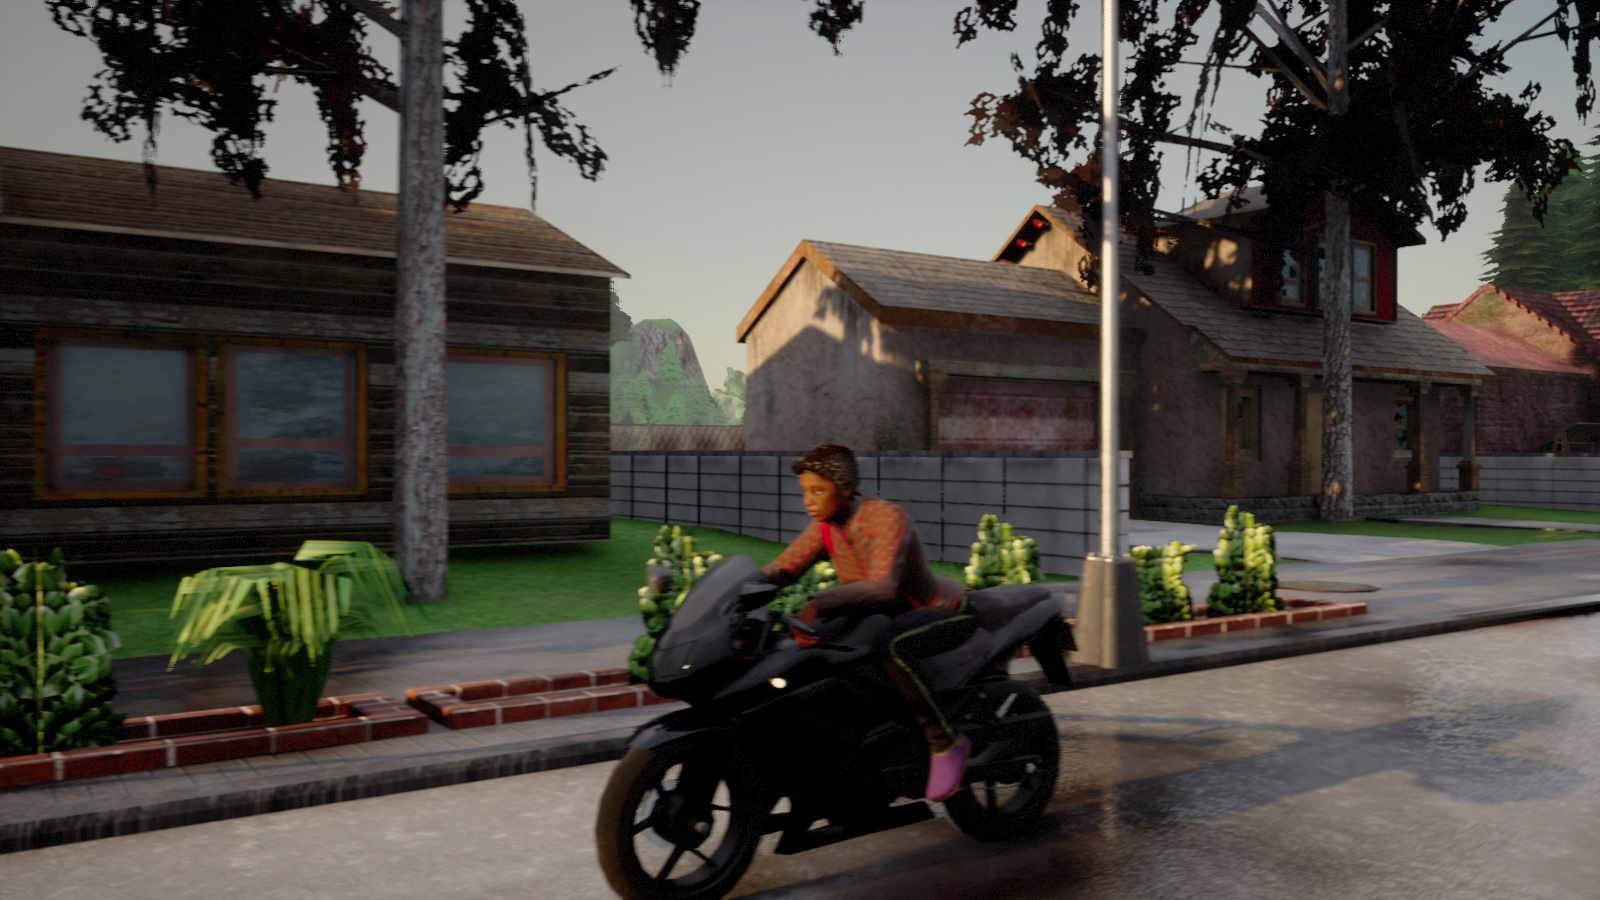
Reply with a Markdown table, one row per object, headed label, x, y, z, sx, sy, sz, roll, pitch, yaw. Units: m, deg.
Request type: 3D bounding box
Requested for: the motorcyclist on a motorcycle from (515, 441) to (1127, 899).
| label | x | y | z | sx | sy | sz | roll | pitch | yaw |
| --- | --- | --- | --- | --- | --- | --- | --- | --- | --- |
| motorcyclist on a motorcycle | 0.135 | 0.737 | 4.362 | 2.044 | 1.523 | 0.797 | 0 | 0 | -35 |
